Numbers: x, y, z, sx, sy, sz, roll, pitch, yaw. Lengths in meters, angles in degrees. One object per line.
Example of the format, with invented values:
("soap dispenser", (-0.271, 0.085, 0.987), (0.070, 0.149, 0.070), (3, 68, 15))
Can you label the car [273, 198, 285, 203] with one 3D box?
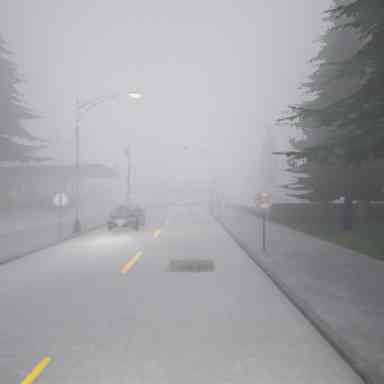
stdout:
("car", (14.834, 1.813, 62.403), (4.892, 1.490, 1.837), (0, 0, 0))

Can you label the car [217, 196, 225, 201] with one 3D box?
("car", (8.278, 1.877, 86.306), (3.633, 1.501, 1.845), (0, 0, 11))

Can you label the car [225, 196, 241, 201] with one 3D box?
("car", (11.049, 1.960, 85.918), (1.853, 1.218, 4.536), (0, 0, 30))

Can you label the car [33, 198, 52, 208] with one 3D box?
("car", (-23.954, 1.695, 53.334), (1.845, 1.501, 3.633), (0, 0, 0))

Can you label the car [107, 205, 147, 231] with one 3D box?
("car", (-4.116, 1.606, 21.587), (2.128, 1.511, 4.902), (0, 0, 0))
